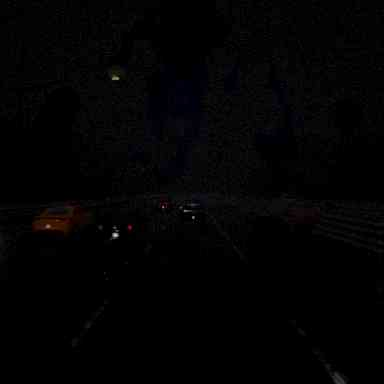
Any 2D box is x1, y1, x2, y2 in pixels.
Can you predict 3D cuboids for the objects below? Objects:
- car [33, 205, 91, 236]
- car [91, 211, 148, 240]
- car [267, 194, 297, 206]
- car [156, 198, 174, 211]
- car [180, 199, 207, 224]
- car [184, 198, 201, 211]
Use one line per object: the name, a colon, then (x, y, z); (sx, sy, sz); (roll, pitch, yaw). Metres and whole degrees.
car: (-6.893, 1.479, 18.432); (1.882, 1.535, 5.008); (1, 0, 0)
car: (-3.392, 1.609, 16.997); (1.895, 1.301, 4.718); (0, 0, 0)
car: (12.789, 1.349, 47.485); (2.150, 2.045, 5.566); (0, 0, -14)
car: (-3.396, 1.530, 41.335); (1.837, 1.490, 4.892); (0, 0, 0)
car: (0.102, 1.504, 24.801); (2.128, 1.511, 4.902); (0, 0, 0)
car: (0.104, 1.574, 42.861); (2.033, 1.411, 5.357); (0, 0, 0)
